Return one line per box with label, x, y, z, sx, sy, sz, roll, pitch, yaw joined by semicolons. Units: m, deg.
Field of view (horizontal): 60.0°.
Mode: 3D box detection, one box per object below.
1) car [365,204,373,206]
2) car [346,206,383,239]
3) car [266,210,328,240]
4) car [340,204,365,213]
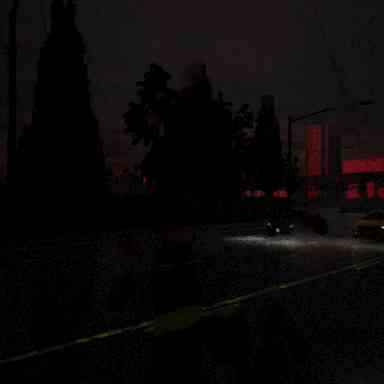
car;29.695;2.849;56.054;1.882;1.535;5.008;0;-1;5
car;10.400;1.759;18.140;1.882;1.535;5.008;0;-1;43
car;5.995;1.736;18.604;1.812;1.442;4.674;0;-1;44
car;26.025;2.797;54.687;1.882;1.535;5.008;0;-1;6
